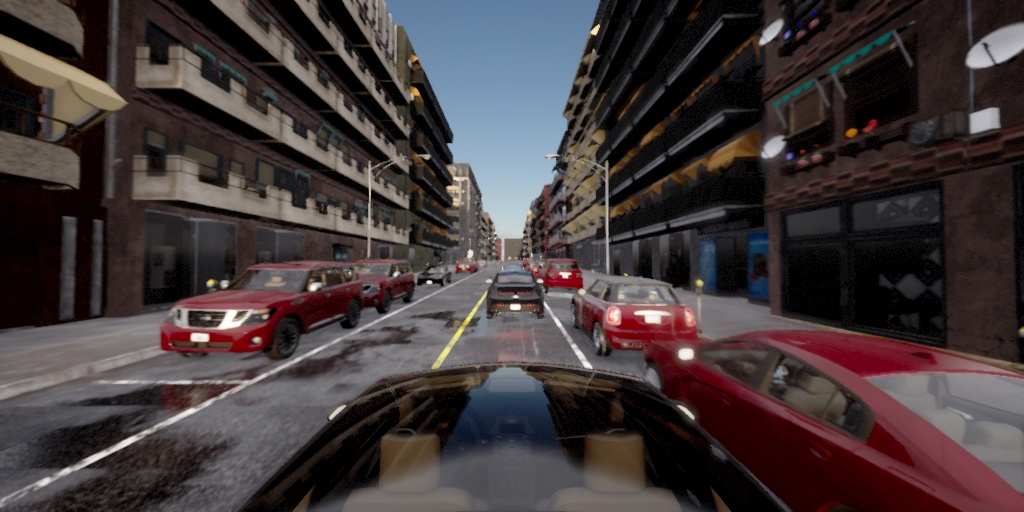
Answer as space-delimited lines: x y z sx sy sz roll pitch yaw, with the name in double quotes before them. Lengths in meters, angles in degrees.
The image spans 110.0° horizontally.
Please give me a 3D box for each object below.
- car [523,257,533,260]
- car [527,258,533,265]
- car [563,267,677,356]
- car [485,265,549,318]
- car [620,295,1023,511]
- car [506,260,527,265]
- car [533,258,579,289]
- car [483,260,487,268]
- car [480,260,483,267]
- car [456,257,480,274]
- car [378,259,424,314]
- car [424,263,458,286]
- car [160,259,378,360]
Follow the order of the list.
"car" 2.543 1.118 52.792 2.192 1.841 5.009 0 0 0
"car" 2.539 1.201 30.667 1.967 1.591 4.097 0 0 0
"car" 2.577 1.189 8.543 1.967 1.591 4.097 0 0 0
"car" 0.101 1.255 12.981 1.837 1.490 4.892 0 0 0
"car" 2.568 1.295 3.012 1.888 1.381 4.507 0 0 0
"car" 0.105 1.309 31.141 2.033 1.411 5.357 0 0 0
"car" 2.537 1.066 19.604 2.192 1.841 5.009 0 0 0
"car" -5.303 1.419 63.910 1.802 1.307 4.207 0 0 0
"car" -5.306 1.335 47.317 1.888 1.381 4.507 0 0 0
"car" -5.307 1.093 41.786 2.192 1.841 5.009 0 0 0
"car" -5.312 1.065 14.135 2.192 1.841 5.009 0 0 0
"car" -5.310 1.321 25.197 1.948 1.339 4.313 0 0 0
"car" -5.313 1.064 8.605 2.192 1.841 5.009 0 0 0
